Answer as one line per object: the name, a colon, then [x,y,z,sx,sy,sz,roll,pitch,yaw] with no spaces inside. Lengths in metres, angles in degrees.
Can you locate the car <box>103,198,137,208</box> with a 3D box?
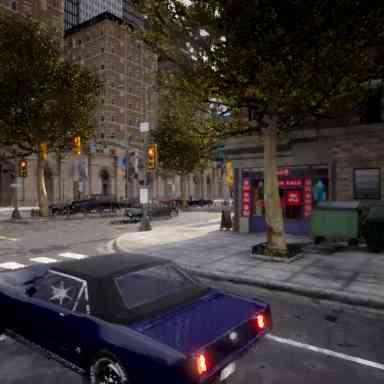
car: [-10.282,1.589,47.897,1.895,1.301,4.718,0,0,36]

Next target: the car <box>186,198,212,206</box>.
car: [1.411,1.596,52.743,1.895,1.301,4.718,0,0,36]

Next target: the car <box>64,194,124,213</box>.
car: [-10.501,1.217,36.206,2.150,2.045,5.566,0,0,36]

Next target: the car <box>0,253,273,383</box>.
car: [-1.380,1.602,4.892,4.718,1.301,1.895,0,0,37]

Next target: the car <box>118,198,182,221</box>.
car: [-3.141,1.490,26.832,2.128,1.511,4.902,0,0,37]

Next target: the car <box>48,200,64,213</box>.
car: [-13.767,1.542,37.656,2.033,1.411,5.357,0,0,36]
